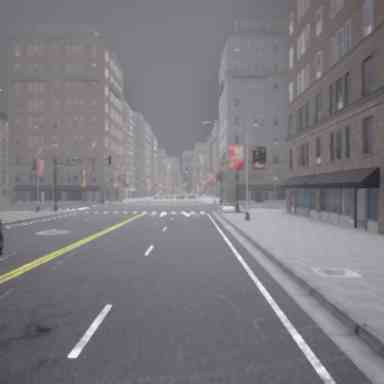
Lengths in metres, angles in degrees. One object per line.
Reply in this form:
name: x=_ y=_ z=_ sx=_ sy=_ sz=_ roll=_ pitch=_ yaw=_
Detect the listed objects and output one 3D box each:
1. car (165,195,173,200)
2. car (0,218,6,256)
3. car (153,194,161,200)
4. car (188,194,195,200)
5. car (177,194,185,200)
car: x=-6.547 y=1.447 z=94.434 sx=1.812 sy=1.442 sz=4.674 roll=0 pitch=0 yaw=0
car: x=-6.604 y=1.481 z=8.162 sx=2.128 sy=1.511 sz=4.902 roll=0 pitch=0 yaw=0
car: x=-9.798 y=1.400 z=94.432 sx=1.882 sy=1.535 sz=5.008 roll=0 pitch=0 yaw=0
car: x=-0.047 y=1.389 z=93.524 sx=1.882 sy=1.535 sz=5.008 roll=0 pitch=0 yaw=0
car: x=-3.297 y=1.384 z=93.139 sx=1.882 sy=1.535 sz=5.008 roll=0 pitch=0 yaw=0
